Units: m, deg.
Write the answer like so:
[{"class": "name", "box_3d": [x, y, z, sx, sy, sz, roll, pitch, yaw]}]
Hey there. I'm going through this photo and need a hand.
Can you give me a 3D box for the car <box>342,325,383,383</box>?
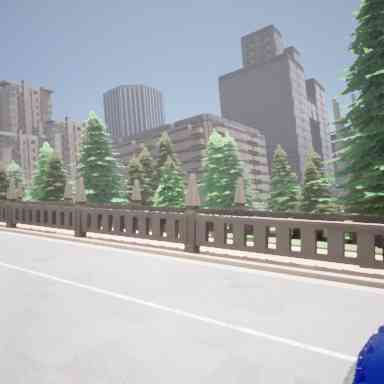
[{"class": "car", "box_3d": [3.293, 1.594, 1.642, 4.718, 1.301, 1.895, -1, 0, 36]}]
